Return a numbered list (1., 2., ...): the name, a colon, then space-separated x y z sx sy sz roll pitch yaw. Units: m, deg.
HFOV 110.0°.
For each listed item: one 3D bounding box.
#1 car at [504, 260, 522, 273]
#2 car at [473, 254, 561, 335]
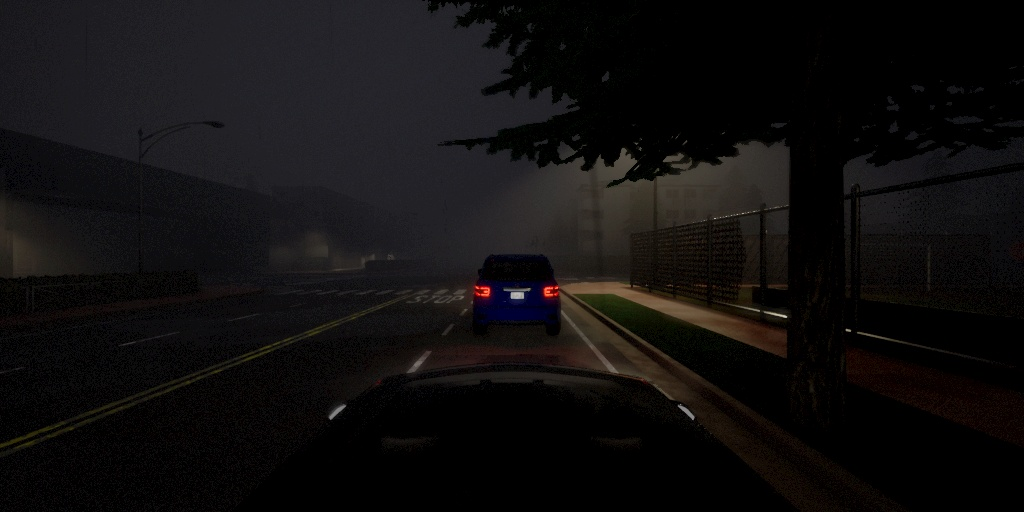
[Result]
1. car: 0.069 1.242 45.524 2.128 1.511 4.902 0 0 0
2. car: 0.124 0.972 10.649 2.150 2.045 5.566 0 0 0
